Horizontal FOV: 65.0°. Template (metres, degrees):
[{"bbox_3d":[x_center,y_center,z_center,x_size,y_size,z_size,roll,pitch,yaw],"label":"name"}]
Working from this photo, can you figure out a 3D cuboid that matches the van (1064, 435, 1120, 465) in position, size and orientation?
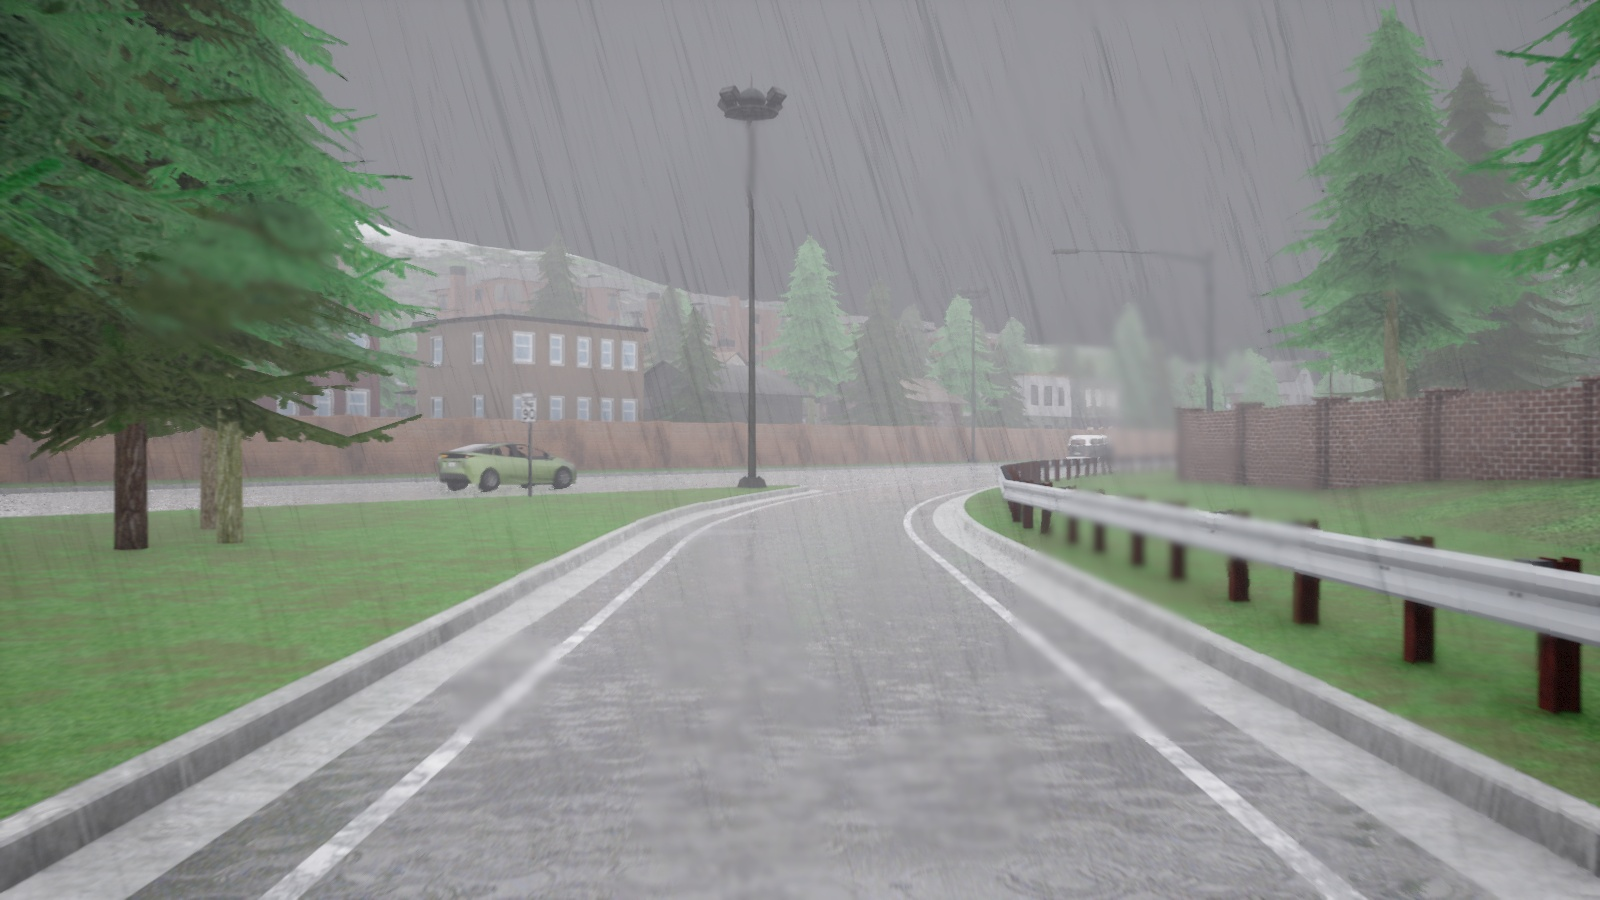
[{"bbox_3d":[20.569,-0.001,88.378,2.069,2.038,4.480,0,1,38],"label":"van"}]

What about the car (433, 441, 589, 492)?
[{"bbox_3d":[-9.051,0.466,39.598,2.007,1.525,4.514,0,0,39],"label":"car"}]
